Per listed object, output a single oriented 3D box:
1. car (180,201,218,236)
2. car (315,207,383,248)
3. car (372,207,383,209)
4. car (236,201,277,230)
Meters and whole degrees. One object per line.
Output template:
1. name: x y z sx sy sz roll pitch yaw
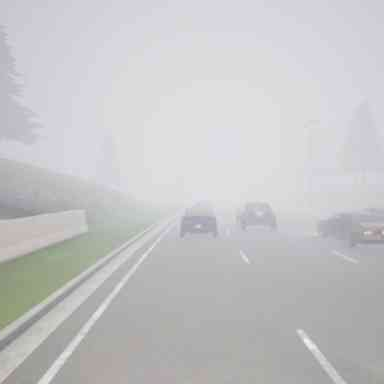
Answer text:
1. car: 0.404 1.501 18.523 1.882 1.535 5.008 0 0 2
2. car: 7.274 1.567 14.863 2.033 1.411 5.357 0 0 2
3. car: 10.921 1.573 19.190 2.033 1.411 5.357 0 0 2
4. car: 4.032 1.379 21.537 2.097 1.767 4.553 0 0 2
